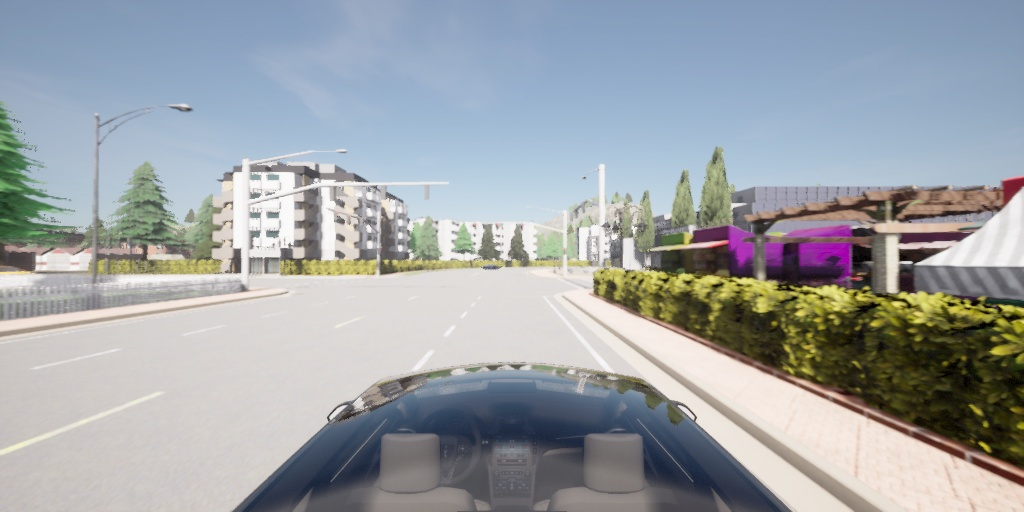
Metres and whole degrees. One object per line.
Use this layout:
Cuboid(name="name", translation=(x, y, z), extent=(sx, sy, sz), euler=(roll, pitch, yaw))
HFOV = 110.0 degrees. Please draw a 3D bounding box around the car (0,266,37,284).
Cuboid(name="car", translation=(-44.830, 1.616, 31.478), extent=(5.008, 1.535, 1.882), euler=(0, -1, 2))
